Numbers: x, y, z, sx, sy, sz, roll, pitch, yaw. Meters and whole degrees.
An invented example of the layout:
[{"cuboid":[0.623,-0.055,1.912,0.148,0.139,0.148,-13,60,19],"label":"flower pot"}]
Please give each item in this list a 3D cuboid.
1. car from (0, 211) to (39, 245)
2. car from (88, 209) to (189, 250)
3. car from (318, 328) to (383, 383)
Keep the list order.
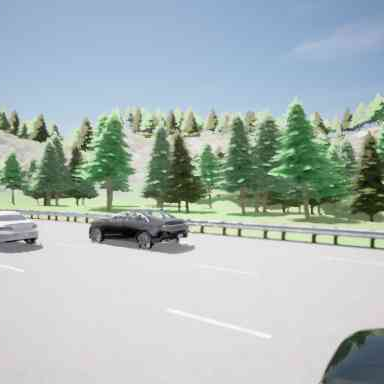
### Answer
[{"cuboid":[-8.433,1.527,14.310,4.674,1.442,1.812,0,0,36],"label":"car"},{"cuboid":[-2.435,1.492,14.330,4.902,1.511,2.128,0,0,36],"label":"car"},{"cuboid":[2.895,1.564,1.927,4.181,1.385,1.994,0,0,36],"label":"car"}]
